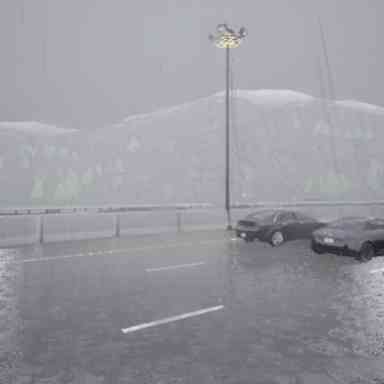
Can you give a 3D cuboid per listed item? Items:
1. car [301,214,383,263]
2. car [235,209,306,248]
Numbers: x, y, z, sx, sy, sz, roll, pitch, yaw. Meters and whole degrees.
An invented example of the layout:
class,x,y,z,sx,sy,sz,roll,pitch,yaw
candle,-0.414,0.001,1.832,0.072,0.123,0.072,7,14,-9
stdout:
class,x,y,z,sx,sy,sz,roll,pitch,yaw
car,6.283,1.575,12.049,4.181,1.385,1.994,0,0,-30
car,4.205,1.517,14.891,4.892,1.490,1.837,0,0,-30
